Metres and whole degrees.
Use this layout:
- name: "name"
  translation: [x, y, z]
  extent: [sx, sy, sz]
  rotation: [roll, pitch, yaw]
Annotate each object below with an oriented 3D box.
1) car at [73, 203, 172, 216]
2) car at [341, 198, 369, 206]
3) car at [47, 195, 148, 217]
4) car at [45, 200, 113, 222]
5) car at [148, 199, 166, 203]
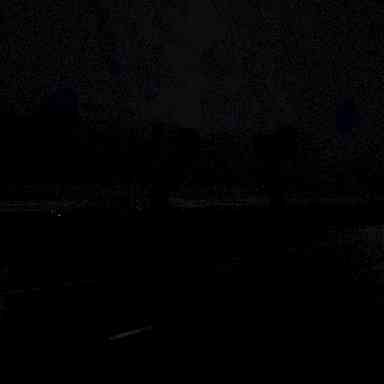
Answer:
- name: "car"
  translation: [-3.512, 1.571, 18.678]
  extent: [5.357, 1.411, 2.033]
  rotation: [0, 0, -35]
- name: "car"
  translation: [25.631, 1.635, 52.195]
  extent: [5.357, 1.411, 2.033]
  rotation: [0, 0, -35]
- name: "car"
  translation: [-5.989, 1.244, 21.209]
  extent: [5.566, 2.045, 2.150]
  rotation: [0, 0, -35]
- name: "car"
  translation: [-9.280, 1.502, 27.453]
  extent: [5.008, 1.535, 1.882]
  rotation: [0, 0, -35]
- name: "car"
  translation: [-3.890, 1.388, 26.994]
  extent: [4.553, 1.767, 2.097]
  rotation: [0, 0, -35]
